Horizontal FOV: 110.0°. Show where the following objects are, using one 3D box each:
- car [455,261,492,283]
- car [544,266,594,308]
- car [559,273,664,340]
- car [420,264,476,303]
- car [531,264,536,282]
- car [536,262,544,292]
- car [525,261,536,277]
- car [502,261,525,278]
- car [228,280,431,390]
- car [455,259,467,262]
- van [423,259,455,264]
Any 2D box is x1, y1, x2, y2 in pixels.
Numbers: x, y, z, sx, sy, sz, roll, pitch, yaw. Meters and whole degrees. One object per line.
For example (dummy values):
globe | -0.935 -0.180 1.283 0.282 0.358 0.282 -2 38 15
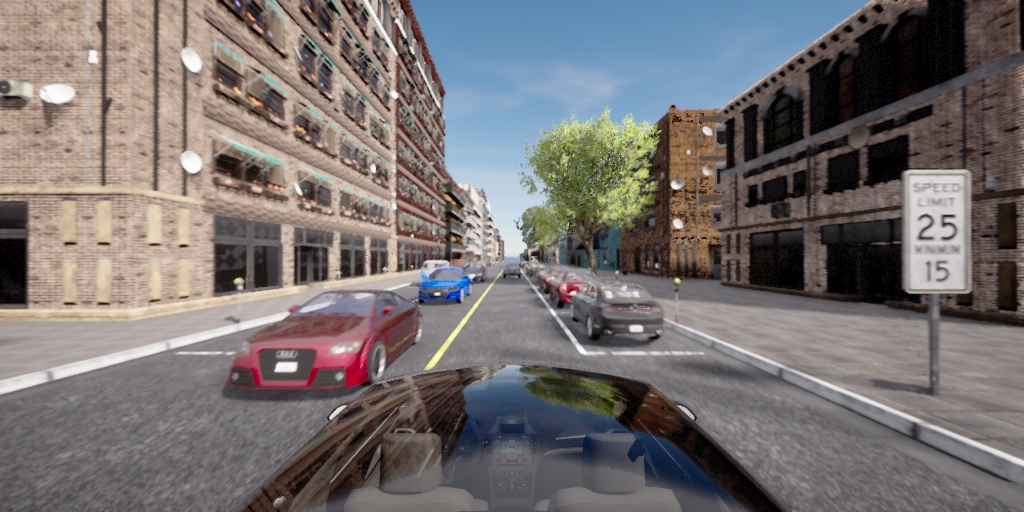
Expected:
car | -3.072 1.397 29.472 2.128 1.511 4.902 0 0 0
car | 2.687 1.267 15.635 1.967 1.591 4.097 0 0 0
car | 2.689 1.346 9.938 2.007 1.370 4.403 0 0 0
car | -3.086 1.314 17.329 1.882 1.535 5.008 0 0 0
car | 2.684 1.473 27.029 1.802 1.307 4.207 0 0 0
car | 2.685 1.298 21.331 1.967 1.591 4.097 0 0 0
car | 2.682 1.510 38.421 2.007 1.370 4.403 0 0 0
car | -0.008 1.494 36.294 2.033 1.411 5.357 0 0 0
car | -3.084 1.342 6.886 1.994 1.385 4.181 0 0 0
car | -5.699 1.274 38.421 2.192 1.841 5.009 0 0 0
van | -5.697 1.231 27.028 1.690 1.789 3.998 0 0 0
